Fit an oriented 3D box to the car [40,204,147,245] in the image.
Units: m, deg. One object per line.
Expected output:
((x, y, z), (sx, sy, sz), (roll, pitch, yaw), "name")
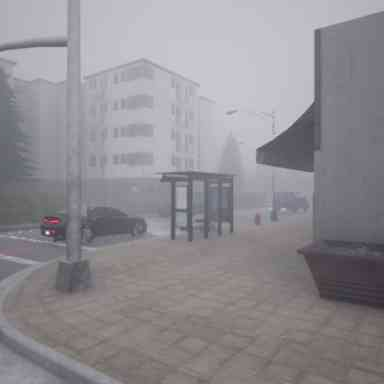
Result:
((-4.062, 1.315, 14.551), (1.837, 1.490, 4.892), (0, -1, 36), "car")

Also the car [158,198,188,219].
((-0.249, 1.037, 26.038), (2.150, 2.045, 5.566), (0, 0, 36), "car")

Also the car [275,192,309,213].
((10.413, 1.017, 34.716), (2.150, 2.045, 5.566), (0, -1, 36), "car")
